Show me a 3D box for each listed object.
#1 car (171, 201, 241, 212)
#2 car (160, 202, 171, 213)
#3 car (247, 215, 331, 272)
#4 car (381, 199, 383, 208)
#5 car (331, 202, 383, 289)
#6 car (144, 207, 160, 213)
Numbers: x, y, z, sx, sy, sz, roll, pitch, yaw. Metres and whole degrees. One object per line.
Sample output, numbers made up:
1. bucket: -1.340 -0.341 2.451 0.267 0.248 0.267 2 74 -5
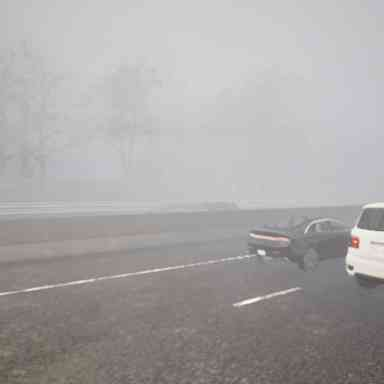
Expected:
1. car: 1.244 1.389 22.079 4.553 1.767 2.097 0 0 -35
2. car: 0.307 1.546 25.709 4.892 1.490 1.837 0 0 -35
3. car: 3.951 1.515 10.866 4.902 1.511 2.128 0 0 -36
4. car: 32.398 1.752 52.813 5.357 1.411 2.033 0 0 -35
5. car: 5.993 1.245 8.029 5.566 2.045 2.150 0 0 -35
6. car: -1.481 1.590 28.736 5.357 1.411 2.033 0 0 -36
